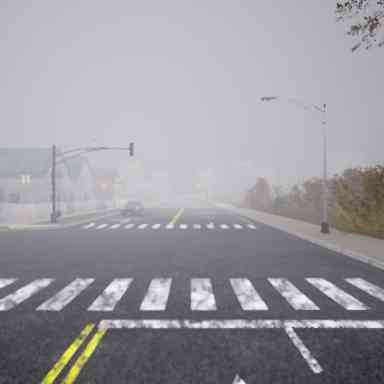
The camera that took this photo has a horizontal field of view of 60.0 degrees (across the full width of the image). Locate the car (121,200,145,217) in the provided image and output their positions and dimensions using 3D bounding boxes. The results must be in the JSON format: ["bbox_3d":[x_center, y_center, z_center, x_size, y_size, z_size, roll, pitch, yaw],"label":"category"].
[{"bbox_3d":[-6.505,1.735,36.982,2.097,1.767,4.553,0,-1,0],"label":"car"}]

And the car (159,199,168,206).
[{"bbox_3d":[-6.511,2.356,75.935,2.128,1.511,4.902,0,-1,0],"label":"car"}]
